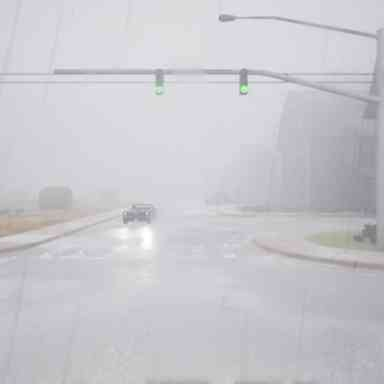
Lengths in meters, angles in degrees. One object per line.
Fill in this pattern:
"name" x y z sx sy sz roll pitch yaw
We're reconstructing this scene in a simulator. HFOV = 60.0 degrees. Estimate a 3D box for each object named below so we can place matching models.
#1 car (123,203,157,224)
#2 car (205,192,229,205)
"car" -3.679 1.515 23.975 1.895 1.301 4.718 0 0 0
"car" 3.946 0.975 52.590 1.905 1.878 3.866 -8 4 -42
